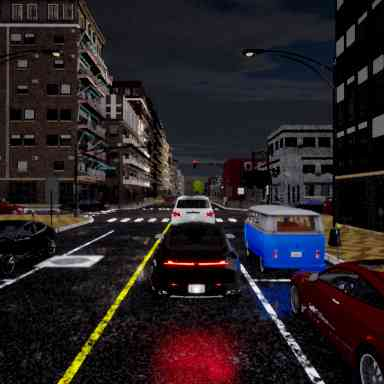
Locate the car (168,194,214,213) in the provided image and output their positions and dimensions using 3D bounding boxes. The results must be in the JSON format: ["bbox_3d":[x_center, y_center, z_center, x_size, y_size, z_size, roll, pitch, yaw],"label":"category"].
[{"bbox_3d":[0.051,1.225,18.448,2.150,2.045,5.566,0,0,0],"label":"car"}]

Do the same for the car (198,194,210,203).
[{"bbox_3d":[2.544,1.375,71.670,2.192,1.841,5.009,0,0,0],"label":"car"}]

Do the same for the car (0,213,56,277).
[{"bbox_3d":[-5.709,1.567,10.273,1.947,1.339,4.313,0,0,0],"label":"car"}]

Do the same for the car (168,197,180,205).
[{"bbox_3d":[-3.199,1.642,59.063,1.895,1.301,4.718,0,0,0],"label":"car"}]

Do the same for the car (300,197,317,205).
[{"bbox_3d":[13.482,1.615,36.968,5.357,1.411,2.033,0,0,0],"label":"car"}]

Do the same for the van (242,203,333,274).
[{"bbox_3d":[2.639,1.342,10.265,1.690,1.788,3.998,0,0,0],"label":"van"}]

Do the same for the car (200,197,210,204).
[{"bbox_3d":[2.555,1.633,66.130,1.802,1.307,4.206,0,0,0],"label":"car"}]

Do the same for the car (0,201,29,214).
[{"bbox_3d":[-17.531,1.535,31.034,4.206,1.307,1.802,0,0,0],"label":"car"}]

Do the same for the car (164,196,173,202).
[{"bbox_3d":[-5.861,1.631,82.730,2.008,1.369,4.403,0,0,0],"label":"car"}]

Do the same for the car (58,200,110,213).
[{"bbox_3d":[-11.854,1.541,36.850,5.357,1.411,2.033,0,0,0],"label":"car"}]

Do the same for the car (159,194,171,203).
[{"bbox_3d":[-5.836,1.375,71.652,2.192,1.841,5.009,0,0,0],"label":"car"}]

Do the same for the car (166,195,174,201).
[{"bbox_3d":[-5.872,1.617,88.099,1.752,1.417,4.829,0,0,0],"label":"car"}]

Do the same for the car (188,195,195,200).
[{"bbox_3d":[-0.191,1.584,91.885,1.895,1.301,4.718,0,0,0],"label":"car"}]

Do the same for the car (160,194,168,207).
[{"bbox_3d":[-3.204,1.382,50.120,2.097,1.767,4.553,0,0,0],"label":"car"}]

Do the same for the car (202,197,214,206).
[{"bbox_3d":[2.578,1.562,55.222,1.752,1.417,4.829,0,0,0],"label":"car"}]

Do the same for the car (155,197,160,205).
[{"bbox_3d":[-5.814,1.569,60.402,1.752,1.417,4.829,0,0,0],"label":"car"}]

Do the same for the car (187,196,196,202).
[{"bbox_3d":[-0.170,1.618,81.435,2.033,1.411,5.357,0,0,0],"label":"car"}]

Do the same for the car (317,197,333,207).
[{"bbox_3d":[14.857,1.359,31.182,5.009,1.841,2.192,0,0,0],"label":"car"}]

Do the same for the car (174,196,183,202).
[{"bbox_3d":[-3.164,1.624,78.135,1.994,1.385,4.181,0,0,0],"label":"car"}]

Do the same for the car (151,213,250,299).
[{"bbox_3d":[0.080,1.506,8.447,1.837,1.490,4.892,0,0,0],"label":"car"}]

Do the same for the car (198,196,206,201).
[{"bbox_3d":[2.508,1.643,88.287,2.008,1.369,4.403,0,0,0],"label":"car"}]

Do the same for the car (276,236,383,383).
[{"bbox_3d":[2.651,1.582,4.576,1.802,1.307,4.206,0,0,0],"label":"car"}]

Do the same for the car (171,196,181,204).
[{"bbox_3d":[-3.156,1.580,68.119,1.812,1.442,4.674,0,0,0],"label":"car"}]
